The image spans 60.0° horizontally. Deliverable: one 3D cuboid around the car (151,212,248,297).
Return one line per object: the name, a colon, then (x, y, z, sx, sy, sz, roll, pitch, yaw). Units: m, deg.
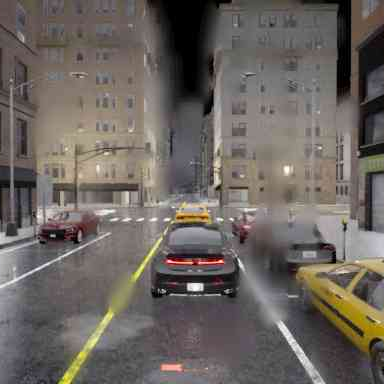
car: (0.073, 1.502, 8.546, 1.837, 1.490, 4.892, 0, 0, 0)

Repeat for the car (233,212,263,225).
car: (2.883, 1.577, 15.784, 1.802, 1.307, 4.206, -1, 0, 0)

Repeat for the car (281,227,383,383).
car: (2.868, 1.524, 4.782, 1.752, 1.417, 4.829, -1, 0, 0)

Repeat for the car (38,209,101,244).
car: (-5.662, 1.539, 15.792, 1.887, 1.381, 4.507, -1, 0, 0)

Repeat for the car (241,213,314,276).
car: (2.876, 1.563, 10.198, 1.947, 1.339, 4.313, -1, 0, 0)

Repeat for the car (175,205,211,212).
car: (0.053, 1.471, 18.973, 1.882, 1.535, 5.008, 0, 0, 1)
